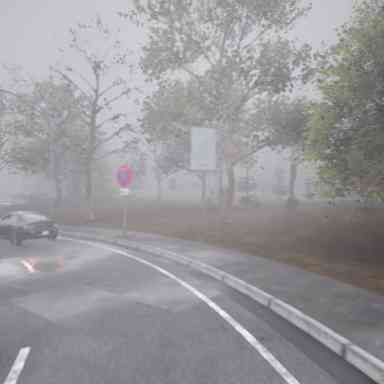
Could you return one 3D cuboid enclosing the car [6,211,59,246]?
[{"bbox_3d":[-8.213,1.651,16.065,4.674,1.442,1.812,-1,0,40],"label":"car"}]

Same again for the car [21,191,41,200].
[{"bbox_3d":[-37.539,0.934,77.686,1.882,1.535,5.008,-1,1,-10],"label":"car"}]

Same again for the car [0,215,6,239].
[{"bbox_3d":[-9.017,1.626,12.566,2.128,1.511,4.902,0,0,-44],"label":"car"}]

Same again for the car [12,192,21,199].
[{"bbox_3d":[-41.148,0.802,79.423,2.097,1.767,4.553,-1,1,-10],"label":"car"}]
